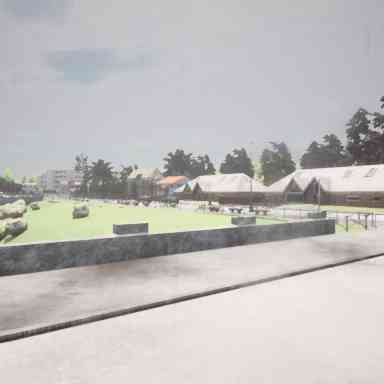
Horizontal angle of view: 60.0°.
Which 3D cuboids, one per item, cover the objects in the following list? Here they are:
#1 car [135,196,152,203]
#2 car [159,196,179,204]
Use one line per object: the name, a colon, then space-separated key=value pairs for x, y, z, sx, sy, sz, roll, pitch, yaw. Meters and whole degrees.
car: x=-10.097 y=1.502 z=68.969 sx=1.837 sy=1.490 sz=4.892 roll=0 pitch=0 yaw=-35
car: x=-4.211 y=1.491 z=60.696 sx=2.128 sy=1.511 sz=4.902 roll=0 pitch=0 yaw=-35
